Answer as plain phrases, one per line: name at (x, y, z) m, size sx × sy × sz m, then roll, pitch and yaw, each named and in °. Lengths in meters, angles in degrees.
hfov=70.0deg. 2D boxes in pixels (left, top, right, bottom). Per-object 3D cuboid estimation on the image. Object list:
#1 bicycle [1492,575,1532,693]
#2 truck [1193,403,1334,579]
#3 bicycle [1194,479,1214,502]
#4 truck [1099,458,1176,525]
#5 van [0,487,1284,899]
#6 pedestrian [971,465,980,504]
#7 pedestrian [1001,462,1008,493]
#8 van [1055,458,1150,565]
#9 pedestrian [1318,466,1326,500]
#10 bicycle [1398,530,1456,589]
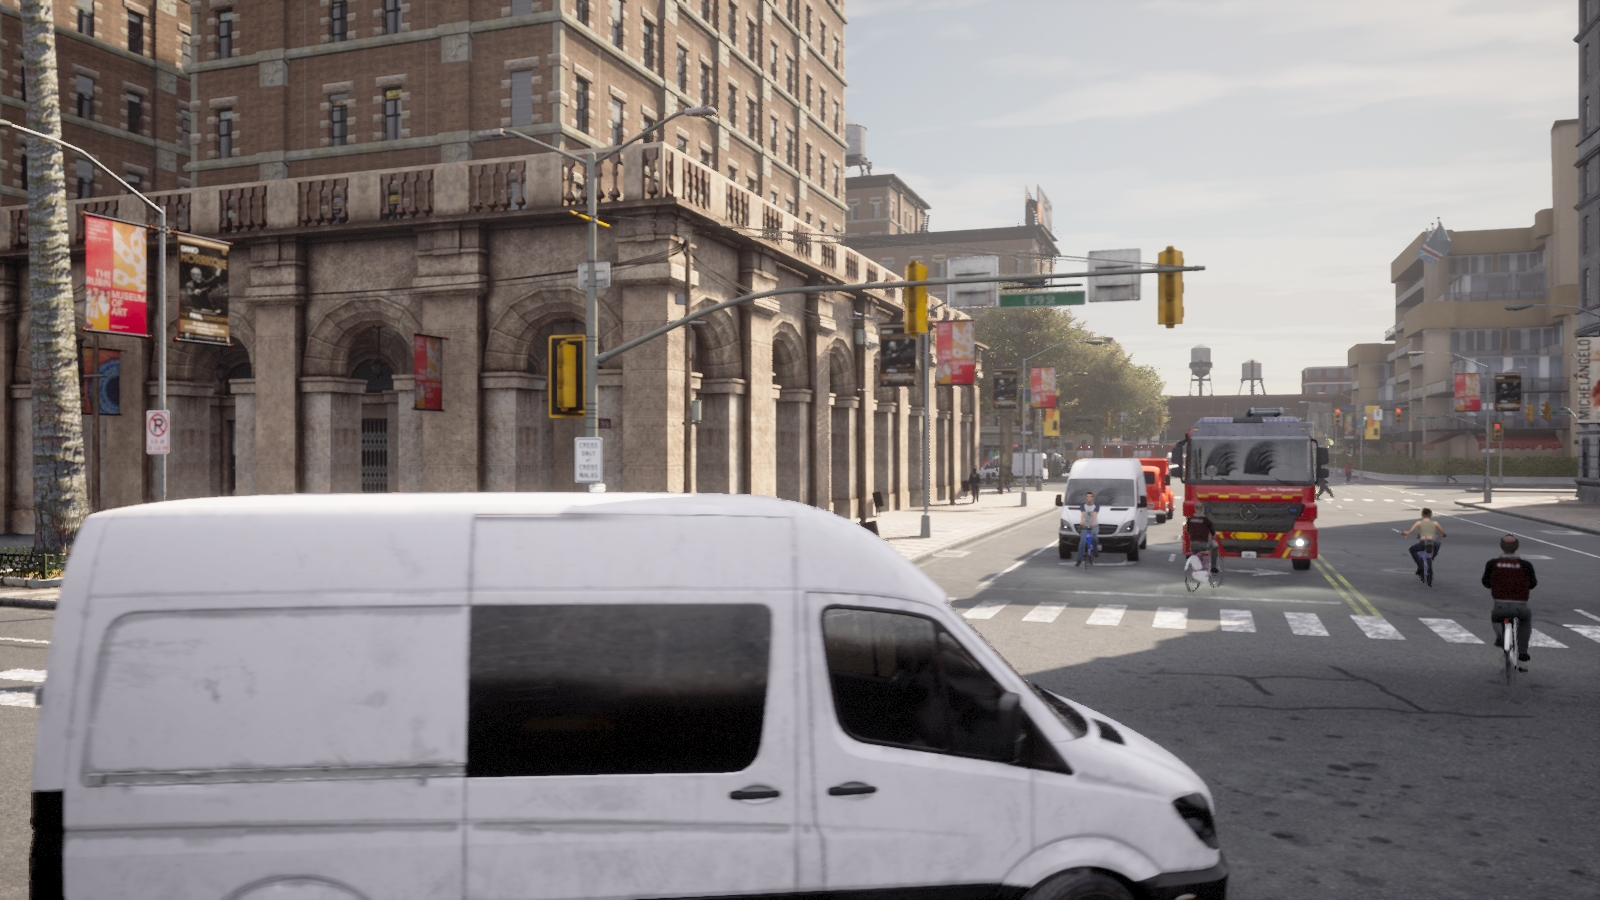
bicycle at (8.744, 2.212, 14.013) m, size 0.329 × 1.171 × 1.835 m, roll 0°, pitch 0°, yaw 35°
truck at (11.661, 0.890, 29.264) m, size 2.891 × 3.827 × 8.468 m, roll 0°, pitch 0°, yaw 20°
bicycle at (22.106, 2.209, 62.474) m, size 0.329 × 1.171 × 1.835 m, roll 0°, pitch 0°, yaw 42°
truck at (13.447, 1.566, 45.284) m, size 2.627 × 2.467 × 5.204 m, roll 0°, pitch 0°, yaw 20°
van at (-0.656, 1.533, 6.287) m, size 5.915 × 2.561 × 1.988 m, roll 0°, pitch 0°, yaw -7°
pedestrian at (8.602, 1.689, 56.036) m, size 0.375 × 1.860 × 0.375 m, roll 0°, pitch 0°, yaw 20°
pedestrian at (12.473, 1.689, 69.745) m, size 0.375 × 1.860 × 0.375 m, roll 0°, pitch 0°, yaw 21°
van at (8.315, 1.532, 31.026) m, size 1.988 × 2.561 × 5.915 m, roll 0°, pitch 0°, yaw 20°
pedestrian at (29.147, 1.850, 63.777) m, size 0.375 × 1.860 × 0.375 m, roll 0°, pitch 0°, yaw 21°
bicycle at (13.029, 2.258, 23.797) m, size 0.859 × 1.080 × 1.487 m, roll 0°, pitch 0°, yaw 21°
